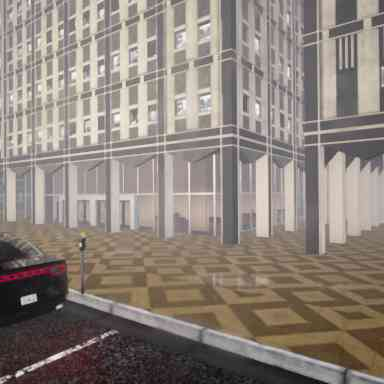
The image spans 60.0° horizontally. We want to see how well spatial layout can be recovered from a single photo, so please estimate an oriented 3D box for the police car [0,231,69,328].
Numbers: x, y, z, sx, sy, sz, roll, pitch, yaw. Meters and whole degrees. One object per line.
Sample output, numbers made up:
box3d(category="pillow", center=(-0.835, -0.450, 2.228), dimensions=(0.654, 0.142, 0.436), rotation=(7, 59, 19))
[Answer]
box3d(category="police car", center=(-4.571, 1.426, 6.563), dimensions=(5.238, 1.638, 1.930), rotation=(0, 0, 36))
